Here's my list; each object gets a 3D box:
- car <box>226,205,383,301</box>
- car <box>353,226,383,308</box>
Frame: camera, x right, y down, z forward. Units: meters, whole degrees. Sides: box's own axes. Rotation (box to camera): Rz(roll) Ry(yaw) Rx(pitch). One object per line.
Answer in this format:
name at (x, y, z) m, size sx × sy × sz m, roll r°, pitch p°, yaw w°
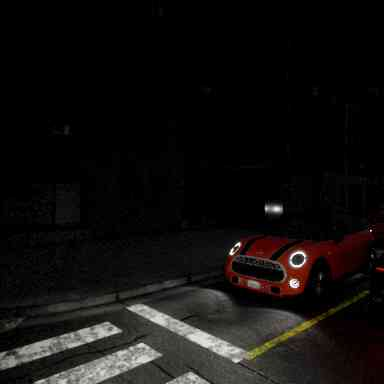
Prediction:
car at (2.907, 1.323, 8.433) m, size 4.553 × 1.767 × 2.097 m, roll 0°, pitch 0°, yaw -43°
car at (5.277, 1.491, 6.778) m, size 4.892 × 1.490 × 1.837 m, roll 0°, pitch 0°, yaw -43°
